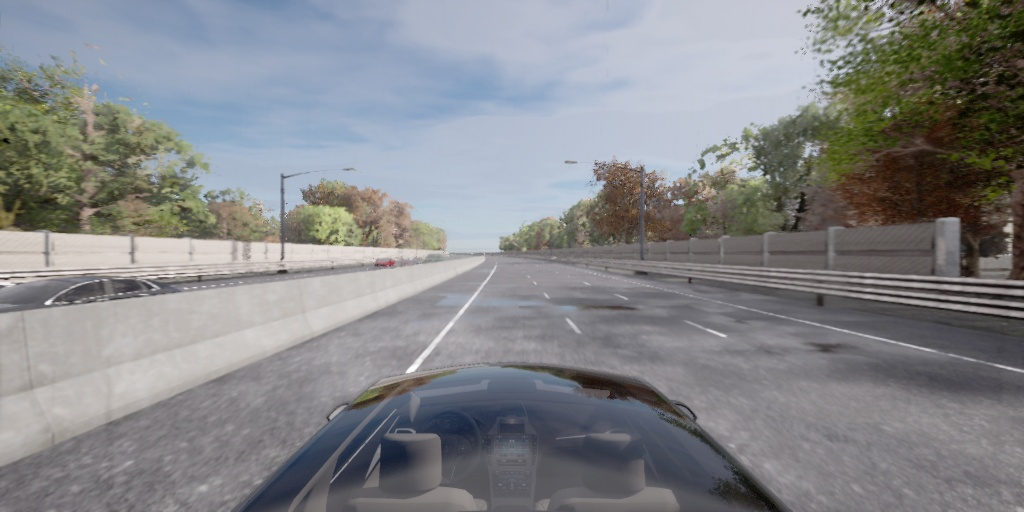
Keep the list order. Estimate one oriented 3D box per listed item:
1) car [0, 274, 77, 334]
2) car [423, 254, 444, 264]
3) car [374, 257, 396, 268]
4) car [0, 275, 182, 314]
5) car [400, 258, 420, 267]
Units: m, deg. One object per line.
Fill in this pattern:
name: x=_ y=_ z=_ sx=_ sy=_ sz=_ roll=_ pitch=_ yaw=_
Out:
car: x=-14.113 y=1.285 z=8.554 sx=1.812 sy=1.442 sz=4.674 roll=0 pitch=0 yaw=0
car: x=-11.214 y=0.699 z=51.709 sx=2.150 sy=2.045 sz=5.566 roll=0 pitch=0 yaw=-1
car: x=-18.212 y=0.968 z=51.622 sx=1.882 sy=1.535 sz=5.008 roll=0 pitch=0 yaw=-1
car: x=-10.613 y=1.259 z=8.579 sx=1.837 sy=1.490 sz=4.892 roll=0 pitch=0 yaw=0
car: x=-14.723 y=1.047 z=51.850 sx=1.994 sy=1.385 sz=4.181 roll=0 pitch=0 yaw=-1
